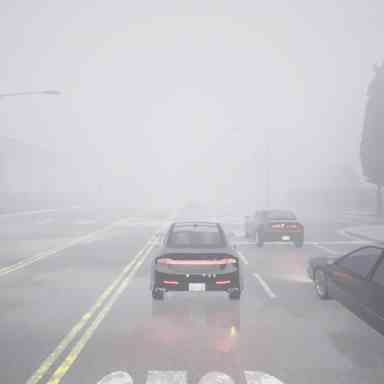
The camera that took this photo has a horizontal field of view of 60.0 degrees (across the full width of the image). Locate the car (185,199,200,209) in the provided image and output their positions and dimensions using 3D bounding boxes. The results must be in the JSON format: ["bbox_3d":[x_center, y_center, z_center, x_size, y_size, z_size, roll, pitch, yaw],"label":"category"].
[{"bbox_3d":[0.027,1.601,44.144,1.895,1.301,4.718,0,0,0],"label":"car"}]

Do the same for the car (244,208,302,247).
[{"bbox_3d":[3.575,1.505,15.095,1.837,1.490,4.892,0,0,0],"label":"car"}]

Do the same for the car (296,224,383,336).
[{"bbox_3d":[3.591,1.547,5.349,2.033,1.411,5.357,0,0,0],"label":"car"}]

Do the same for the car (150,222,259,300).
[{"bbox_3d":[0.087,1.492,8.397,2.128,1.511,4.902,0,0,0],"label":"car"}]
